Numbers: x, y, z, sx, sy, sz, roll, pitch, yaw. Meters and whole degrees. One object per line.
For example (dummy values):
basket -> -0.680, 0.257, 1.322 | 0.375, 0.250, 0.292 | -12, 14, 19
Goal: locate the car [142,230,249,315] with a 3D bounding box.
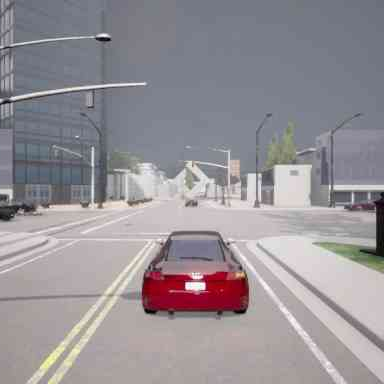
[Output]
car -> 0.071, 1.564, 7.642 | 1.994, 1.385, 4.181 | 0, 0, 0

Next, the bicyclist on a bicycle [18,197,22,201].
bicyclist on a bicycle -> -21.999, 1.466, 42.523 | 0.582, 1.620, 1.656 | -1, 0, 0

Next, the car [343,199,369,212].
car -> 19.849, 1.502, 37.088 | 5.357, 1.411, 2.033 | 0, 0, -1

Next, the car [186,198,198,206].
car -> -0.007, 1.601, 54.636 | 1.895, 1.301, 4.718 | 0, 0, 1

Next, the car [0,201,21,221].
car -> -16.612, 1.587, 26.091 | 5.008, 1.535, 1.882 | -1, 0, 0

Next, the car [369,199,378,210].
car -> 21.524, 1.167, 33.585 | 5.566, 2.045, 2.150 | 0, 0, 0

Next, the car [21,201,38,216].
car -> -18.066, 1.622, 33.276 | 4.902, 1.511, 2.128 | -1, 0, 0
